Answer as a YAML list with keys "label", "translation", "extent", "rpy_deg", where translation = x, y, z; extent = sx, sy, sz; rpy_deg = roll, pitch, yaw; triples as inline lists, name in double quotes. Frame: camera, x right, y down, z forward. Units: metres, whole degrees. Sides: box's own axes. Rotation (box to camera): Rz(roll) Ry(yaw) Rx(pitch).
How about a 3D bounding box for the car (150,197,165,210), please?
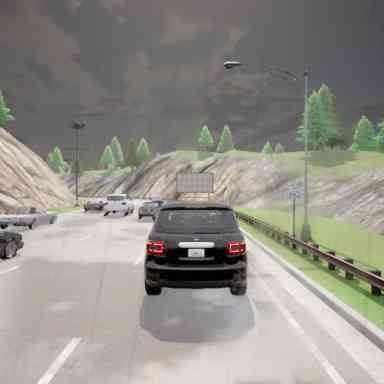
- label: "car"
  translation: [-4.565, 1.478, 43.532]
  extent: [1.882, 1.535, 5.008]
  rpy_deg: [0, 0, -6]

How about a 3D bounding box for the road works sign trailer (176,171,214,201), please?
- label: "road works sign trailer"
  translation: [0.188, 0.464, 21.561]
  extent: [2.380, 3.560, 2.880]
  rpy_deg: [0, 0, 0]

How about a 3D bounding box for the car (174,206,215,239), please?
- label: "car"
  translation: [0.113, 1.559, 18.064]
  extent: [1.994, 1.385, 4.181]
  rpy_deg: [0, 0, 0]

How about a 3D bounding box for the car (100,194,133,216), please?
- label: "car"
  translation: [-7.158, 1.223, 32.969]
  extent: [2.150, 2.045, 5.566]
  rpy_deg: [0, 0, -3]

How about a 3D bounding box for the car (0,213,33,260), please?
- label: "car"
  translation: [-6.908, 1.547, 9.447]
  extent: [2.033, 1.411, 5.357]
  rpy_deg: [0, 0, 0]

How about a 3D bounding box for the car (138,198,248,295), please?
- label: "car"
  translation: [0.088, 1.221, 8.840]
  extent: [2.150, 2.045, 5.566]
  rpy_deg: [0, 0, 0]

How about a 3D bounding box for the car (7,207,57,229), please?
- label: "car"
  translation: [-10.427, 1.601, 21.370]
  extent: [1.895, 1.301, 4.718]
  rpy_deg: [0, 0, 0]

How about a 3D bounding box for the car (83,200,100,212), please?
- label: "car"
  translation: [-11.028, 1.601, 38.335]
  extent: [1.895, 1.301, 4.718]
  rpy_deg: [0, 0, -5]
